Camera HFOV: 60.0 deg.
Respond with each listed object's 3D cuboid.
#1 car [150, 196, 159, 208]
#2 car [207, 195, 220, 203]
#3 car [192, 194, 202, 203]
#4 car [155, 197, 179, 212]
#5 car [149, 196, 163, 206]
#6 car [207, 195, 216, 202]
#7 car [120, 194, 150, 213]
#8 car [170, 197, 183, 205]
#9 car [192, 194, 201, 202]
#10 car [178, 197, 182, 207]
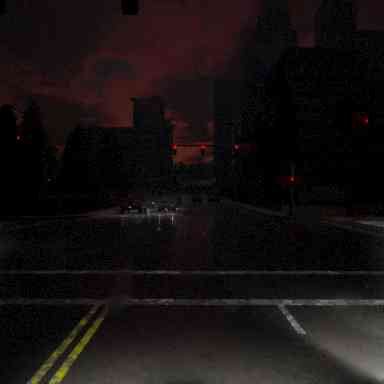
[{"bbox_3d":[-6.295,1.491,46.945,2.128,1.511,4.902,0,0,1],"label":"car"},{"bbox_3d":[4.589,1.547,67.299,2.033,1.411,5.357,0,0,1],"label":"car"},{"bbox_3d":[1.094,1.564,68.307,1.994,1.385,4.181,0,0,1],"label":"car"},{"bbox_3d":[-2.866,1.601,39.174,1.895,1.301,4.718,0,0,1],"label":"car"},{"bbox_3d":[-6.193,1.505,57.004,1.837,1.490,4.892,0,0,0],"label":"car"},{"bbox_3d":[4.573,1.478,77.121,1.882,1.535,5.008,0,0,1],"label":"car"},{"bbox_3d":[-6.386,1.221,37.064,2.150,2.045,5.566,0,0,1],"label":"car"},{"bbox_3d":[-2.675,1.547,58.300,2.033,1.411,5.357,0,0,1],"label":"car"},{"bbox_3d":[1.071,1.355,76.915,2.097,1.767,4.553,0,0,1],"label":"car"},{"bbox_3d":[-2.785,1.564,47.976,1.994,1.385,4.181,0,0,1],"label":"car"}]
